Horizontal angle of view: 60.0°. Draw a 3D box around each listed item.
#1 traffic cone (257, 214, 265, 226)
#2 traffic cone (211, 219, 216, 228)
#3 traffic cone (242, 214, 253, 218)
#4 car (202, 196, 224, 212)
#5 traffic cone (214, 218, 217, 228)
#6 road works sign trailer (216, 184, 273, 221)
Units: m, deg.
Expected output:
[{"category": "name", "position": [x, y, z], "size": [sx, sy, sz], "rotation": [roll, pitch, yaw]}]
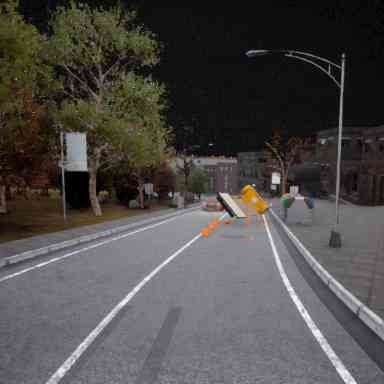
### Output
[{"category": "traffic cone", "position": [4.676, 1.946, 21.973], "size": [0.340, 0.580, 0.340], "rotation": [1, 0, 20]}, {"category": "traffic cone", "position": [0.987, 1.900, 18.479], "size": [0.340, 0.580, 0.340], "rotation": [1, 0, 11]}, {"category": "traffic cone", "position": [3.687, 1.927, 21.997], "size": [0.340, 0.580, 0.340], "rotation": [2, 2, 7]}, {"category": "car", "position": [2.356, 1.212, 36.596], "size": [2.097, 1.767, 4.553], "rotation": [1, 0, 10]}, {"category": "traffic cone", "position": [1.362, 1.895, 20.443], "size": [0.340, 0.580, 0.340], "rotation": [1, 0, 11]}, {"category": "road works sign trailer", "position": [3.304, 1.093, 23.634], "size": [3.560, 2.880, 2.380], "rotation": [4, 42, -51]}]
